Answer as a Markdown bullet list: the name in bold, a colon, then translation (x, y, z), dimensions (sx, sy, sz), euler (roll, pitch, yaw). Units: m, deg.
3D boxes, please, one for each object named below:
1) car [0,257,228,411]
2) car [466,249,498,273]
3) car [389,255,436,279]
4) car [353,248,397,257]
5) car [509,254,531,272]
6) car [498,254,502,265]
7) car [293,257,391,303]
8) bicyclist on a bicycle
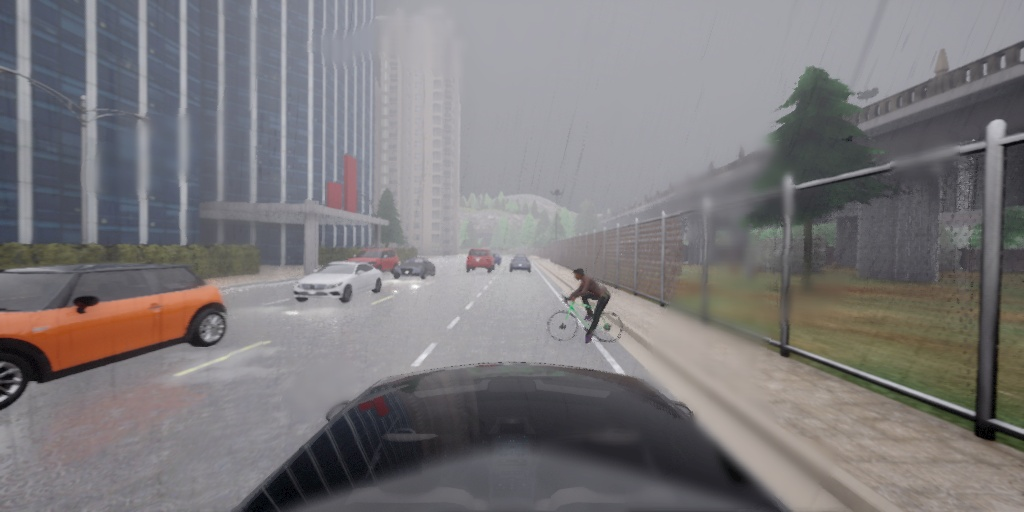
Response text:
- **car**: translation (-7.029, 0.928, 5.564), dimensions (2.097, 1.767, 4.553), euler (1, 1, 1)
- **car**: translation (-2.757, 0.364, 32.287), dimensions (2.150, 2.045, 5.566), euler (1, 1, 2)
- **car**: translation (-6.569, 0.793, 24.579), dimensions (1.994, 1.385, 4.181), euler (1, 1, 2)
- **car**: translation (-9.952, 0.470, 26.016), dimensions (2.150, 2.045, 5.566), euler (1, 1, 1)
- **car**: translation (0.782, 0.733, 33.544), dimensions (1.994, 1.385, 4.181), euler (1, 1, 2)
- **car**: translation (-2.411, 0.346, 47.181), dimensions (1.882, 1.535, 5.008), euler (1, 1, 2)
- **car**: translation (-6.810, 0.936, 14.630), dimensions (1.812, 1.442, 4.674), euler (1, 1, 1)
- **bicyclist on a bicycle**: translation (1.596, 1.079, 7.780), dimensions (1.656, 1.620, 0.582), euler (1, 1, 1)
